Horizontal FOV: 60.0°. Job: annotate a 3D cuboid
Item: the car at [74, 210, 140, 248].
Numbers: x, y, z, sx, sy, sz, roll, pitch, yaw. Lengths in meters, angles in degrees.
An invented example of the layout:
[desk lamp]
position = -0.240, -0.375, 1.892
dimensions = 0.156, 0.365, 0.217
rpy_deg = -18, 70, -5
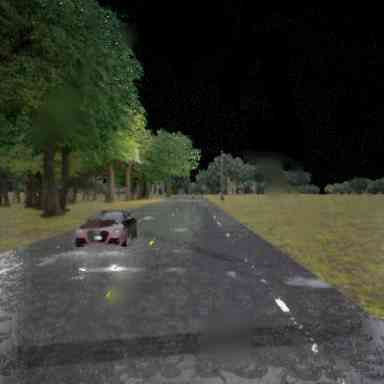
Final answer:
[car]
position = -3.471, 1.471, 14.263
dimensions = 1.994, 1.385, 4.181
rpy_deg = 0, 0, 0
